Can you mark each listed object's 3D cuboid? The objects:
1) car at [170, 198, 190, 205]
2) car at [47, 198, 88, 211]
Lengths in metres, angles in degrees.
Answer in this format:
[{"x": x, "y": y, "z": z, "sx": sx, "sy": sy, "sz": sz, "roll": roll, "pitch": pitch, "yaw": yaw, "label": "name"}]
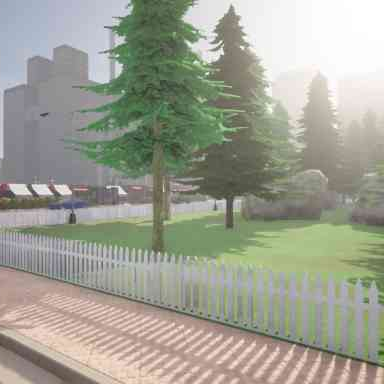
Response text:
[{"x": -2.567, "y": 1.227, "z": 58.208, "sx": 2.150, "sy": 2.045, "sz": 5.566, "roll": 0, "pitch": 0, "yaw": 34, "label": "car"}, {"x": -14.893, "y": 1.478, "z": 40.104, "sx": 1.882, "sy": 1.535, "sz": 5.008, "roll": 0, "pitch": 0, "yaw": 34, "label": "car"}]
